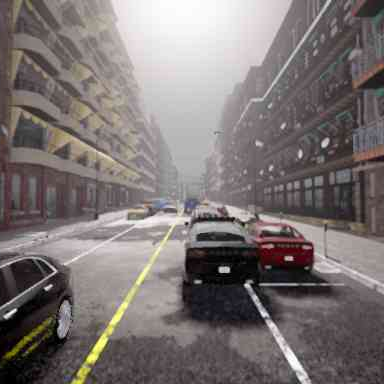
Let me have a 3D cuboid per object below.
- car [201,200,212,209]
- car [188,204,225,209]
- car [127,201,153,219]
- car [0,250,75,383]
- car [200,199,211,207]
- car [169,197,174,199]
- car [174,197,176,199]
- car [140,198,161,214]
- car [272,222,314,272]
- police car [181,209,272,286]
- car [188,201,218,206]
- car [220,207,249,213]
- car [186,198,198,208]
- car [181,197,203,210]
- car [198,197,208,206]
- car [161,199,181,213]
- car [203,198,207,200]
[{"bbox_3d":[2.572,2.235,60.845,1.887,1.381,4.507,1,-1,0],"label":"car"},{"bbox_3d":[0.821,1.710,19.742,1.837,1.490,4.892,0,-1,0],"label":"car"},{"bbox_3d":[-5.302,1.880,33.085,1.752,1.417,4.829,2,-1,0],"label":"car"},{"bbox_3d":[-2.849,1.542,3.690,1.837,1.490,4.892,0,-1,0],"label":"car"},{"bbox_3d":[2.580,2.203,66.377,1.967,1.590,4.097,1,-1,0],"label":"car"},{"bbox_3d":[-5.305,2.079,66.438,2.192,1.841,5.009,1,-1,0],"label":"car"},{"bbox_3d":[-5.306,2.152,71.967,2.192,1.841,5.009,1,-1,0],"label":"car"},{"bbox_3d":[-5.297,1.735,38.788,2.192,1.841,5.009,2,-1,0],"label":"car"},{"bbox_3d":[2.583,1.658,11.072,1.887,1.381,4.507,1,-1,0],"label":"car"},{"bbox_3d":[0.712,1.525,9.849,1.930,1.638,5.238,0,-1,0],"label":"police car"},{"bbox_3d":[0.820,1.728,25.935,1.801,1.575,5.366,0,-1,0],"label":"car"},{"bbox_3d":[2.582,1.698,16.774,1.752,1.417,4.829,1,-1,0],"label":"car"},{"bbox_3d":[-0.012,2.048,61.255,2.097,1.767,4.553,0,-1,0],"label":"car"},{"bbox_3d":[-0.007,1.732,46.520,2.150,2.045,5.566,0,-1,0],"label":"car"},{"bbox_3d":[2.539,2.225,77.440,2.192,1.841,5.009,1,-1,0],"label":"car"},{"bbox_3d":[-2.856,2.030,44.131,2.033,1.411,5.357,0,-1,0],"label":"car"},{"bbox_3d":[2.573,2.164,55.315,1.887,1.381,4.507,1,-1,0],"label":"car"}]
